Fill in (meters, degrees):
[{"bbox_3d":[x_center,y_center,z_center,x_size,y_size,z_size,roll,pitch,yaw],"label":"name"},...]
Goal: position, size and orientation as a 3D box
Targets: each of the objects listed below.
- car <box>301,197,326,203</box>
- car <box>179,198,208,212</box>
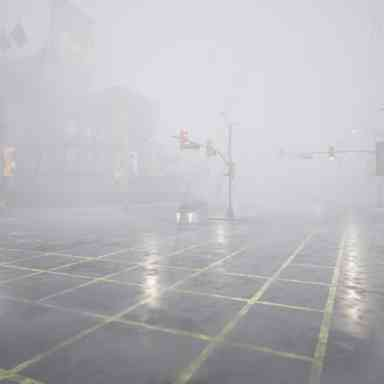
[{"bbox_3d":[25.206,1.595,69.225,4.718,1.301,1.895,0,0,7],"label":"car"},{"bbox_3d":[0.261,1.478,39.541,1.882,1.535,5.008,0,0,27],"label":"car"}]
